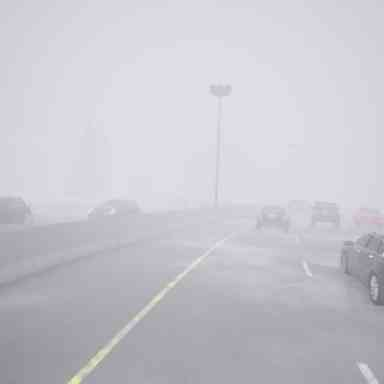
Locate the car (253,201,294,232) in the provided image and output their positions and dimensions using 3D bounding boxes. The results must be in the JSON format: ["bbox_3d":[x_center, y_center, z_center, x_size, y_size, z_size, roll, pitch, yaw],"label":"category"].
[{"bbox_3d":[5.920,1.721,23.763,2.097,1.767,4.553,2,0,19],"label":"car"}]

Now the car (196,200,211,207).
[{"bbox_3d":[2.593,2.012,58.602,1.895,1.301,4.718,2,0,31],"label":"car"}]

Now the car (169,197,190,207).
[{"bbox_3d":[-2.136,1.686,57.307,1.882,1.535,5.008,2,0,29],"label":"car"}]

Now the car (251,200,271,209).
[{"bbox_3d":[12.803,2.328,61.700,1.882,1.535,5.008,2,0,33],"label":"car"}]

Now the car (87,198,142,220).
[{"bbox_3d":[-5.360,1.252,23.579,2.097,1.767,4.553,2,0,18],"label":"car"}]

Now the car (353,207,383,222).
[{"bbox_3d":[15.814,2.163,30.033,2.097,1.767,4.553,2,0,22],"label":"car"}]

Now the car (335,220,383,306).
[{"bbox_3d":[5.167,1.763,8.414,1.837,1.490,4.892,2,0,13],"label":"car"}]

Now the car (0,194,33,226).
[{"bbox_3d":[-10.735,0.998,17.636,2.097,1.767,4.553,2,0,16],"label":"car"}]

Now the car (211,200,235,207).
[{"bbox_3d":[5.564,2.126,56.731,1.895,1.301,4.718,2,0,31],"label":"car"}]

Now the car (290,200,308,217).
[{"bbox_3d":[13.151,1.979,41.024,2.150,2.045,5.566,2,0,26],"label":"car"}]

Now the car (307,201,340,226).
[{"bbox_3d":[11.279,1.836,28.255,2.150,2.045,5.566,2,0,21],"label":"car"}]
